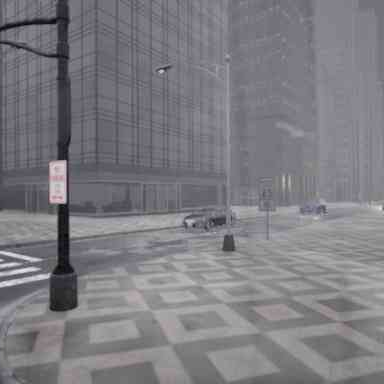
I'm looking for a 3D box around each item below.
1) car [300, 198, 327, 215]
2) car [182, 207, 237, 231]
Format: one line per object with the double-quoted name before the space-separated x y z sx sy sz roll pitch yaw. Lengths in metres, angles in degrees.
"car" 15.596 1.819 42.531 2.150 2.045 5.566 0 -1 36
"car" 1.294 1.785 22.857 2.128 1.511 4.902 0 -1 36
